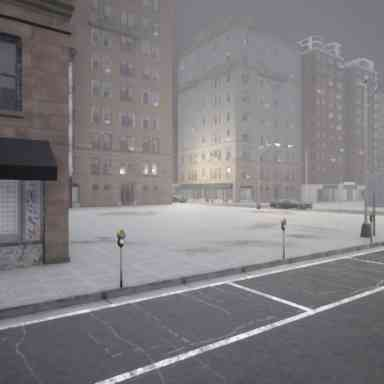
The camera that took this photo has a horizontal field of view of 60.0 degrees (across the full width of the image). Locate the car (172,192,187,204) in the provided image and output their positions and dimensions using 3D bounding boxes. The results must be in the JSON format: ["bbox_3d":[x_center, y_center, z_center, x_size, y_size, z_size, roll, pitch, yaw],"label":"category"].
[{"bbox_3d":[-3.140,0.992,57.963,2.150,2.045,5.566,0,0,-35],"label":"car"}]

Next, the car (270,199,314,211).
[{"bbox_3d":[11.222,1.481,37.524,1.895,1.301,4.718,0,0,-35],"label":"car"}]
